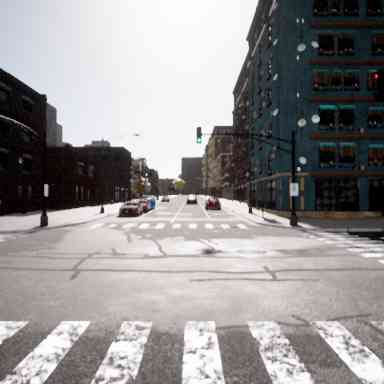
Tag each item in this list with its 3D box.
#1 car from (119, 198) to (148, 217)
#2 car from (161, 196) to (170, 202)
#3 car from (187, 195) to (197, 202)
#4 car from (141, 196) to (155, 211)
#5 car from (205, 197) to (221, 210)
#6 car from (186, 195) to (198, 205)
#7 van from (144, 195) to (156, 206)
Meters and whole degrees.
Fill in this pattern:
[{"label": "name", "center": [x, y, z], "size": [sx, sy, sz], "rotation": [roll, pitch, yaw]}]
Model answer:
[{"label": "car", "center": [-5.758, 1.528, 31.714], "size": [1.887, 1.381, 4.507], "rotation": [1, 0, 0]}, {"label": "car", "center": [-5.687, 1.546, 71.516], "size": [1.802, 1.307, 4.206], "rotation": [1, 0, 0]}, {"label": "car", "center": [-0.010, 1.322, 69.811], "size": [2.128, 1.511, 4.902], "rotation": [0, 0, 0]}, {"label": "car", "center": [-5.682, 1.525, 37.396], "size": [1.887, 1.381, 4.507], "rotation": [1, 0, 0]}, {"label": "car", "center": [2.699, 1.417, 43.145], "size": [1.967, 1.590, 4.097], "rotation": [1, 0, 0]}, {"label": "car", "center": [-0.008, 1.533, 59.801], "size": [1.994, 1.385, 4.181], "rotation": [0, 0, 0]}, {"label": "van", "center": [-5.679, 1.318, 43.083], "size": [1.690, 1.788, 3.998], "rotation": [1, 0, 0]}]
